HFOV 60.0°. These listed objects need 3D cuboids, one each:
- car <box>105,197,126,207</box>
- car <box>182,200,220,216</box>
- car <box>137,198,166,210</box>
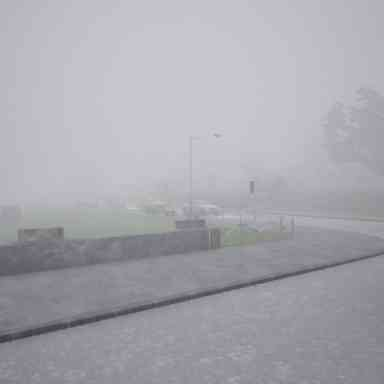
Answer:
[{"bbox_3d":[-11.612,1.492,50.466,2.128,1.511,4.902,0,0,-35],"label":"car"},{"bbox_3d":[0.767,1.526,33.063,1.812,1.442,4.674,0,0,-36],"label":"car"},{"bbox_3d":[-5.034,1.478,41.182,1.882,1.535,5.008,0,0,-35],"label":"car"}]
